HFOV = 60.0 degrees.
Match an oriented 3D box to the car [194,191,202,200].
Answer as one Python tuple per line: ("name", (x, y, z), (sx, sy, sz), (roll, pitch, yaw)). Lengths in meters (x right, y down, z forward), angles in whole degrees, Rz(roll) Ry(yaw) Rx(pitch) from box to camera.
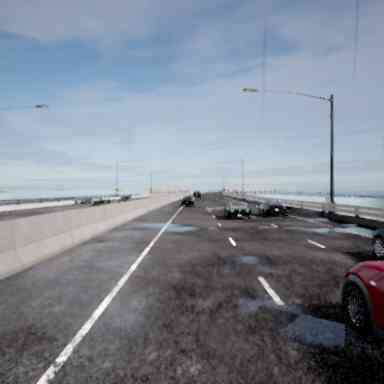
("car", (1.256, 0.807, 82.812), (2.150, 2.045, 5.566), (0, 0, 2))

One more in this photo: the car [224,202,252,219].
("car", (3.758, 1.523, 28.219), (1.895, 1.301, 4.718), (0, 0, 1))

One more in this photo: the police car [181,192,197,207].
("police car", (-0.614, 1.283, 48.237), (1.930, 1.638, 5.238), (0, 0, 1))

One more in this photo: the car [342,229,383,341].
("car", (3.609, 1.343, 3.860), (2.097, 1.767, 4.553), (0, 0, 0))

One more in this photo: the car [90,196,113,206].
("car", (-13.581, 1.449, 50.896), (1.895, 1.301, 4.718), (0, 0, 1))

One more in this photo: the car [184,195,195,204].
("car", (-0.421, 1.349, 58.111), (1.812, 1.442, 4.674), (0, 0, 1))

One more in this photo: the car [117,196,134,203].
("car", (-10.071, 1.353, 50.994), (1.837, 1.490, 4.892), (0, 0, 1))

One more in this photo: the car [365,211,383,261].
("car", (7.124, 1.455, 9.406), (1.882, 1.535, 5.008), (0, 0, 0))

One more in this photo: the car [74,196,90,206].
("car", (-17.033, 1.333, 52.660), (2.128, 1.511, 4.902), (0, 0, 2))

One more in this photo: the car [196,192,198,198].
("car", (-0.287, 1.278, 64.100), (1.882, 1.535, 5.008), (0, 0, 1))

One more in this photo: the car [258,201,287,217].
("car", (7.284, 1.479, 30.437), (1.994, 1.385, 4.181), (0, 0, 1))
